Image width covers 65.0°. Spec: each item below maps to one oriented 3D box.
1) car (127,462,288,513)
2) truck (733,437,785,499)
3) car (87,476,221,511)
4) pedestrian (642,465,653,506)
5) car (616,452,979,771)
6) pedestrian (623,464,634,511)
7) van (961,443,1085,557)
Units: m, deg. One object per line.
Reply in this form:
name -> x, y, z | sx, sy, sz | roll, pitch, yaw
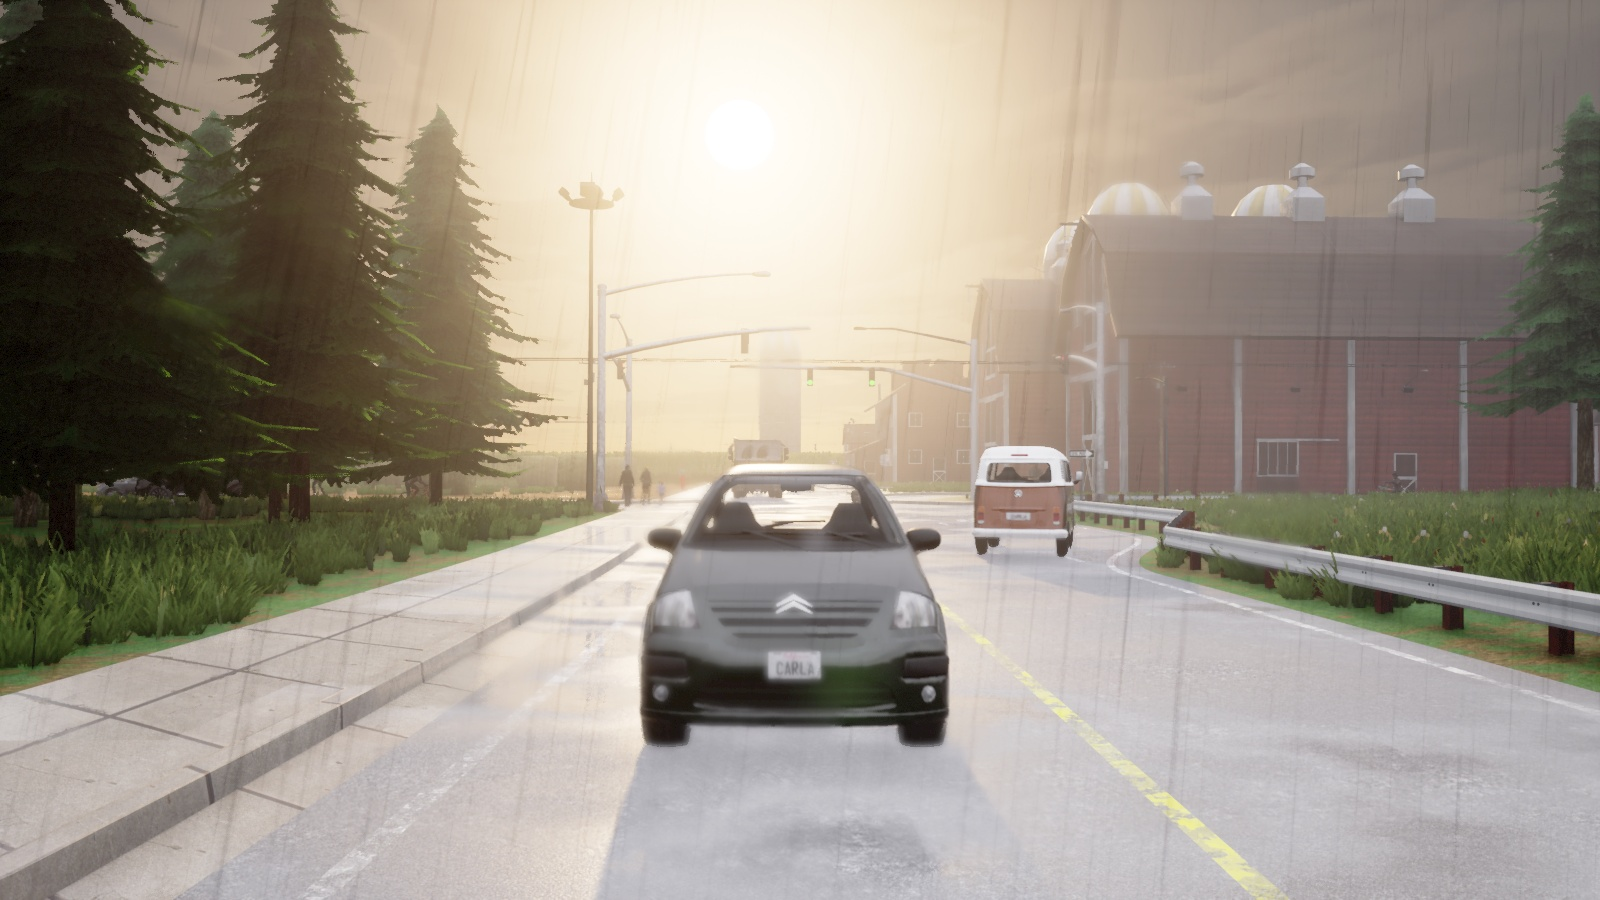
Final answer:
car -> -24.170, 1.518, 51.378 | 5.566, 2.045, 2.150 | 0, -1, -1
truck -> -2.453, 1.075, 73.816 | 2.891, 3.462, 7.936 | 0, -1, -2
car -> -28.119, 1.876, 54.783 | 4.892, 1.490, 1.837 | 0, -1, -1
pedestrian -> -6.860, 1.607, 56.546 | 0.331, 1.846, 0.634 | 0, -1, 8
car -> -0.032, 0.853, 8.405 | 1.851, 1.617, 3.988 | 0, -1, -1
pedestrian -> -6.924, 1.510, 50.686 | 0.353, 1.847, 0.614 | 0, -1, 3
van -> 4.521, 0.937, 24.917 | 2.069, 2.038, 4.480 | 0, -1, 14
